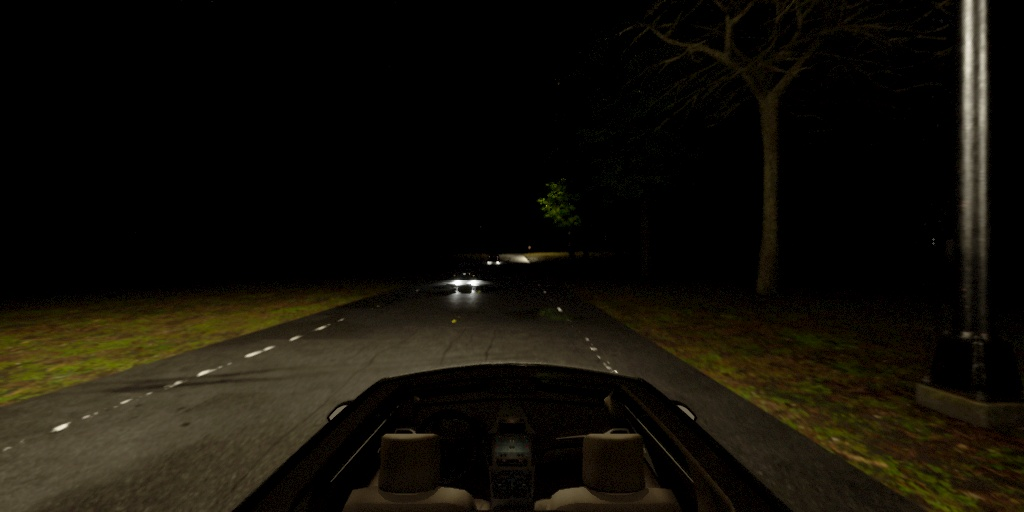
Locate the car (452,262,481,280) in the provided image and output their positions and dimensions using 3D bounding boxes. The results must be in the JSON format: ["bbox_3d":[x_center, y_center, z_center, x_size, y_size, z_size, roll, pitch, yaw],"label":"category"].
[{"bbox_3d":[-3.586,1.145,28.957,1.994,1.385,4.181,0,1,0],"label":"car"}]
